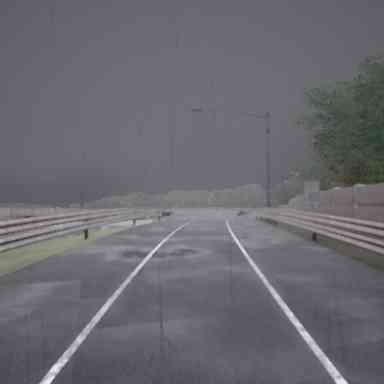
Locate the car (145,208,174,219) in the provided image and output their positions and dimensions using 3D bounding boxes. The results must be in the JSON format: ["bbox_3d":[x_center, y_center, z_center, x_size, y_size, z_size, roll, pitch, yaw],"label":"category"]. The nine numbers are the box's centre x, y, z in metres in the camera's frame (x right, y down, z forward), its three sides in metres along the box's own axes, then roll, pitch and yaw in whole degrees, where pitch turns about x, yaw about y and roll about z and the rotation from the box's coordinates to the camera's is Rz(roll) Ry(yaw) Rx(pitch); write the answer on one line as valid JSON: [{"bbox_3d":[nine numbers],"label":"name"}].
[{"bbox_3d":[-4.732,3.025,47.972,1.882,1.535,5.008,-2,-4,40],"label":"car"}]

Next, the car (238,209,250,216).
[{"bbox_3d":[11.669,4.640,74.320,1.837,1.490,4.892,-1,-4,23],"label":"car"}]
